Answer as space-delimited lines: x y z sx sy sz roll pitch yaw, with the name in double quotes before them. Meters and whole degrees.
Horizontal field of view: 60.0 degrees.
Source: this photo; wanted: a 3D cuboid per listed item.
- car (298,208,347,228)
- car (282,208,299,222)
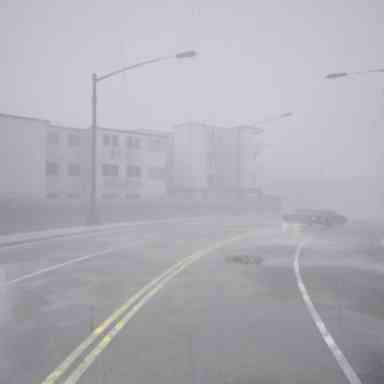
"car" 11.203 2.173 27.730 2.033 1.411 5.357 0 -1 43
"car" 10.934 2.248 32.648 5.357 1.411 2.033 2 -1 -44
